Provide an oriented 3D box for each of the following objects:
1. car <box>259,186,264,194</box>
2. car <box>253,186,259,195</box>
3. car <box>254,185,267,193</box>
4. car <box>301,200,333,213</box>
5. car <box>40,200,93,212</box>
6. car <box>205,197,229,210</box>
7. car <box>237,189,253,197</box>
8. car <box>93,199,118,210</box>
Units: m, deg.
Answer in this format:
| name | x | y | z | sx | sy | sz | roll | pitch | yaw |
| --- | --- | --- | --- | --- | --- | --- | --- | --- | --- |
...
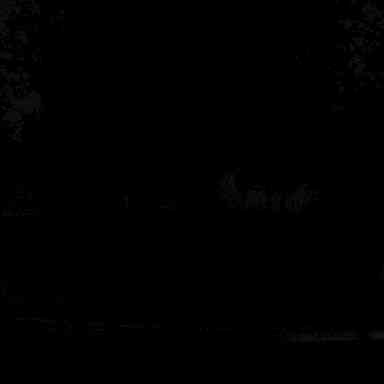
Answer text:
| name | x | y | z | sx | sy | sz | roll | pitch | yaw |
| --- | --- | --- | --- | --- | --- | --- | --- | --- | --- |
| car | 16.175 | -0.283 | 84.957 | 1.946 | 1.575 | 5.366 | 0 | 3 | 25 |
| car | 13.883 | 0.024 | 79.939 | 1.946 | 1.575 | 5.366 | 0 | 3 | 25 |
| car | 18.582 | -0.854 | 90.218 | 2.435 | 2.045 | 5.566 | 0 | 3 | 24 |
| car | 14.682 | 1.674 | 39.146 | 1.812 | 1.442 | 4.674 | 0 | 0 | -12 |
| car | -13.566 | 1.623 | 35.576 | 4.718 | 1.301 | 1.895 | 0 | 0 | -43 |
| car | 2.656 | 1.447 | 44.810 | 4.553 | 1.767 | 2.097 | 1 | 0 | 8 |
| car | 11.583 | 0.334 | 74.927 | 1.946 | 1.575 | 5.366 | 0 | 3 | 25 |
| car | -11.675 | 1.549 | 41.437 | 4.892 | 1.490 | 1.837 | -1 | 0 | -24 |
